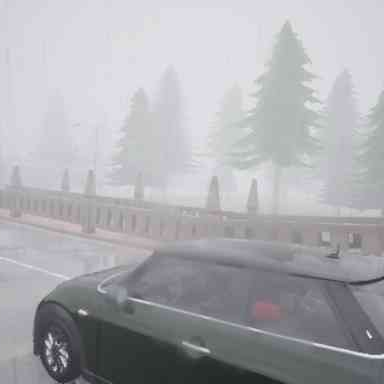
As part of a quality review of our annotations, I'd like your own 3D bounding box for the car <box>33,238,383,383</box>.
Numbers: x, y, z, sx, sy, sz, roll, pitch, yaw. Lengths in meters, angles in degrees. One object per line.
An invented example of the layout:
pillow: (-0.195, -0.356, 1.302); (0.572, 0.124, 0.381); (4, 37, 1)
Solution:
car: (0.168, 1.340, 3.864); (4.553, 1.767, 2.097); (1, 0, 35)
